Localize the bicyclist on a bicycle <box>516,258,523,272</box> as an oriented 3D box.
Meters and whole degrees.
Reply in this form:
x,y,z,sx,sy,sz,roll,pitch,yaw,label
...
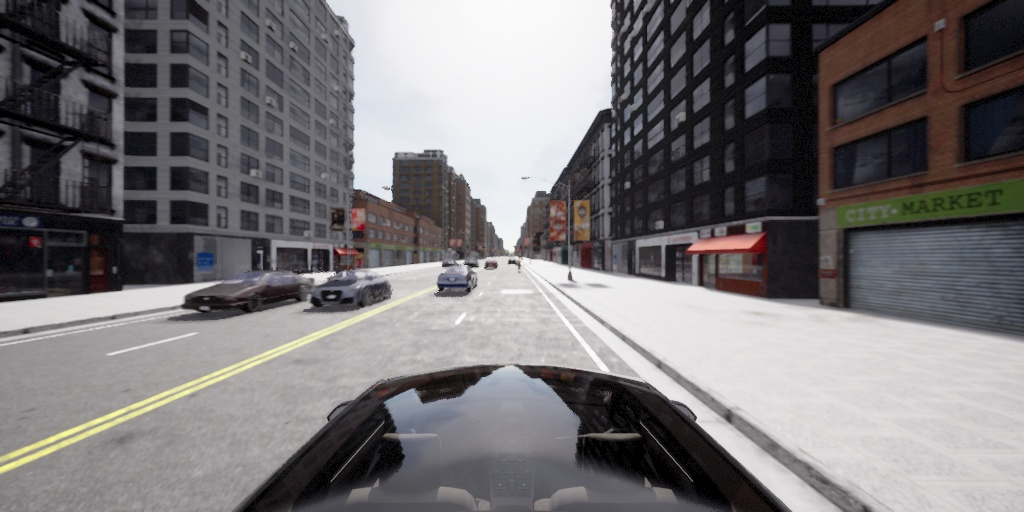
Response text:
x,y,z,sx,sy,sz,roll,pitch,yaw,label
0.900,1.118,43.276,0.866,1.612,1.509,0,0,0,bicyclist on a bicycle

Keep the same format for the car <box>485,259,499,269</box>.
x,y,z,sx,sy,sz,roll,pitch,yaw,label
-3.126,1.186,55.132,1.812,1.442,4.674,0,0,0,car

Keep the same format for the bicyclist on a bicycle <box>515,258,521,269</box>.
x,y,z,sx,sy,sz,roll,pitch,yaw,label
0.920,1.103,52.113,0.866,1.612,1.509,0,-1,0,bicyclist on a bicycle

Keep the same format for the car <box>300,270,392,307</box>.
x,y,z,sx,sy,sz,roll,pitch,yaw,label
-6.593,1.291,15.083,1.994,1.385,4.181,0,0,0,car

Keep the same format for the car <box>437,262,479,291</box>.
x,y,z,sx,sy,sz,roll,pitch,yaw,label
-3.143,1.265,21.324,2.033,1.411,5.357,0,0,0,car

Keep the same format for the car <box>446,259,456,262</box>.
x,y,z,sx,sy,sz,roll,pitch,yaw,label
-9.768,1.205,56.367,2.033,1.411,5.357,0,0,1,car

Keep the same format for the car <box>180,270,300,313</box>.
x,y,z,sx,sy,sz,roll,pitch,yaw,label
-9.845,1.276,14.139,2.033,1.411,5.357,0,0,0,car

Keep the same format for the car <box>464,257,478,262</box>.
x,y,z,sx,sy,sz,roll,pitch,yaw,label
-6.520,1.008,57.286,2.097,1.767,4.553,0,0,1,car
